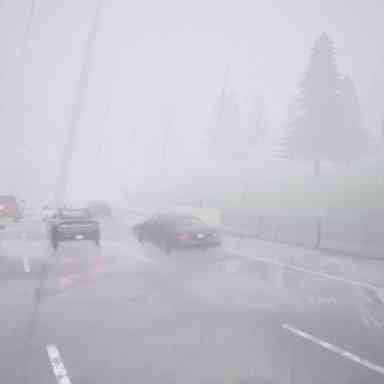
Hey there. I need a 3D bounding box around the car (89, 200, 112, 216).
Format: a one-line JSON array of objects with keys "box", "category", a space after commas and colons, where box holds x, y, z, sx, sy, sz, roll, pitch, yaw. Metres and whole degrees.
[{"box": [-8.335, 1.504, 29.541, 1.837, 1.490, 4.892, 0, 1, -22], "category": "car"}]

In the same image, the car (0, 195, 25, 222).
[{"box": [-14.293, 1.204, 25.609, 2.150, 2.045, 5.566, 0, 0, -23], "category": "car"}]

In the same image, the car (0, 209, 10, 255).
[{"box": [-6.812, 1.481, 9.952, 2.128, 1.511, 4.902, 0, 0, -28], "category": "car"}]

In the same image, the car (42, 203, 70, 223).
[{"box": [-10.927, 1.590, 26.631, 1.895, 1.301, 4.718, 0, 0, -23], "category": "car"}]

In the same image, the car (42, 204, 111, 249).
[{"box": [-5.326, 1.486, 14.744, 2.128, 1.511, 4.902, 0, 0, -26], "category": "car"}]

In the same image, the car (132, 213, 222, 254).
[{"box": [-0.841, 1.554, 13.628, 2.033, 1.411, 5.357, 0, 0, -27], "category": "car"}]
